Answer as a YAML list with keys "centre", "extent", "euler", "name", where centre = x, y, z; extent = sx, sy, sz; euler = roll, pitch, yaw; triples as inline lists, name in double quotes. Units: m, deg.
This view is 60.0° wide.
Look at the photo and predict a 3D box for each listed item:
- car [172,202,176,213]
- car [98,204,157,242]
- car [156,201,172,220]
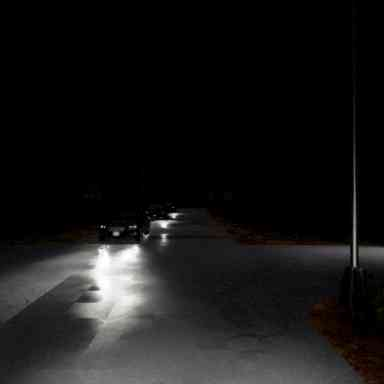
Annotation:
- centre: [-3.121, 1.991, 44.406]
  extent: [1.882, 1.535, 5.008]
  euler: [0, -1, 1]
  name: "car"
- centre: [-3.190, 1.520, 16.453]
  extent: [2.128, 1.511, 4.902]
  euler: [0, -1, 0]
  name: "car"
- centre: [-3.177, 1.795, 30.862]
  extent: [1.812, 1.442, 4.674]
  euler: [0, -1, 1]
  name: "car"
